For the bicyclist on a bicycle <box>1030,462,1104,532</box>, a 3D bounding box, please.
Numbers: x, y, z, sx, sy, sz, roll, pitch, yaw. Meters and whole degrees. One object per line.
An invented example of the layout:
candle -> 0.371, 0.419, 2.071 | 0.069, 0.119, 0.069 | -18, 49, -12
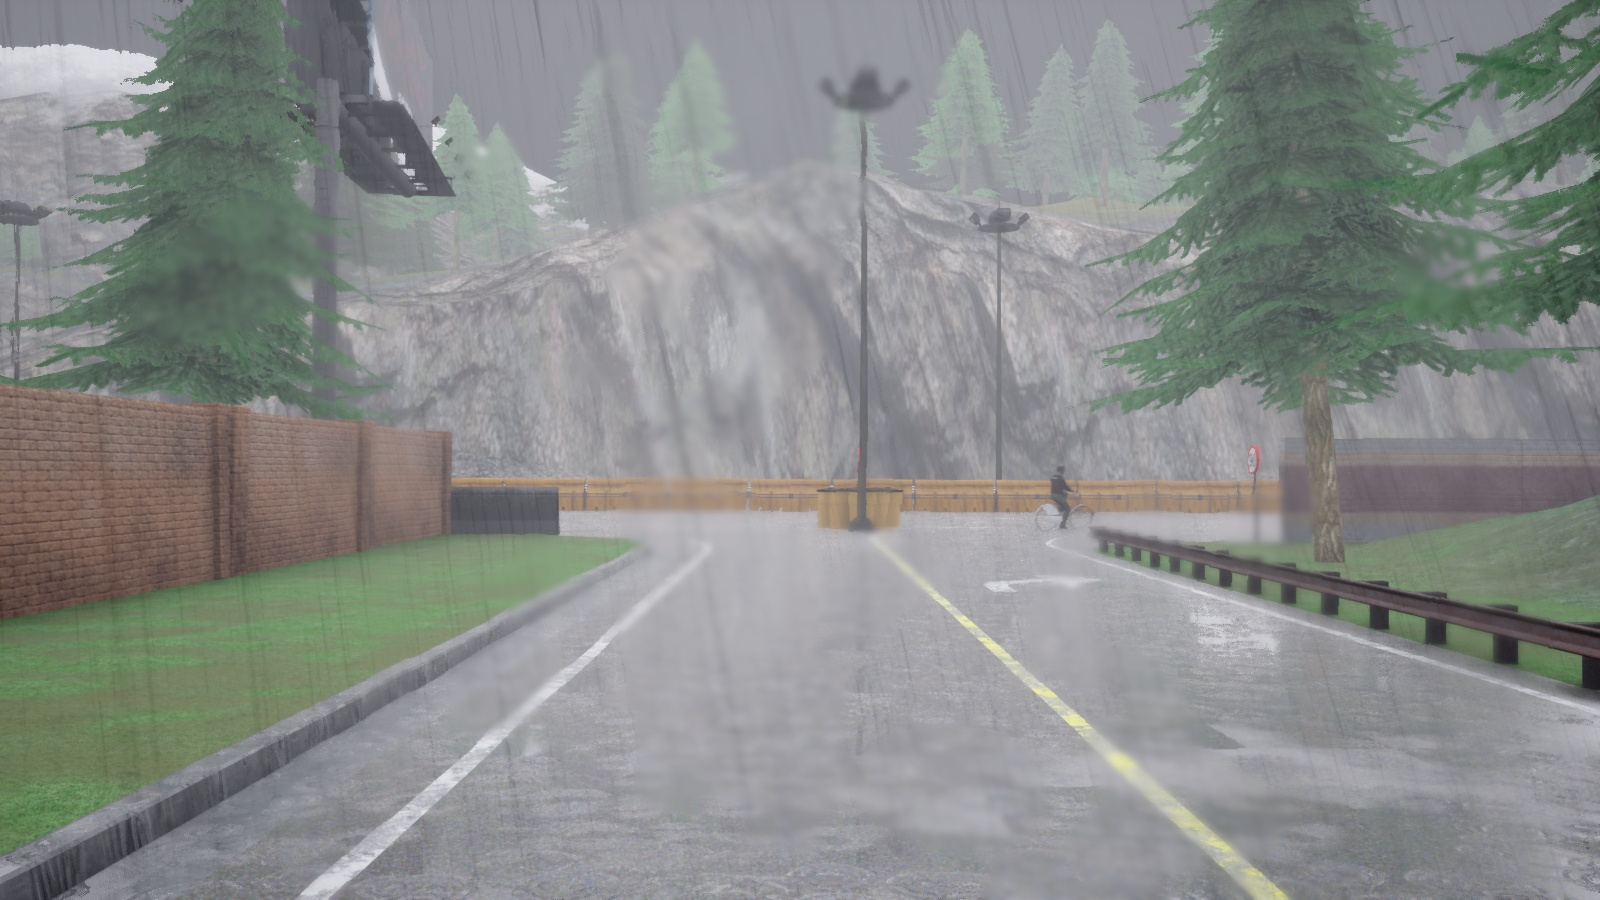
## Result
bicyclist on a bicycle -> 7.051, 1.232, 33.157 | 1.843, 1.776, 0.659 | 0, 2, -24
